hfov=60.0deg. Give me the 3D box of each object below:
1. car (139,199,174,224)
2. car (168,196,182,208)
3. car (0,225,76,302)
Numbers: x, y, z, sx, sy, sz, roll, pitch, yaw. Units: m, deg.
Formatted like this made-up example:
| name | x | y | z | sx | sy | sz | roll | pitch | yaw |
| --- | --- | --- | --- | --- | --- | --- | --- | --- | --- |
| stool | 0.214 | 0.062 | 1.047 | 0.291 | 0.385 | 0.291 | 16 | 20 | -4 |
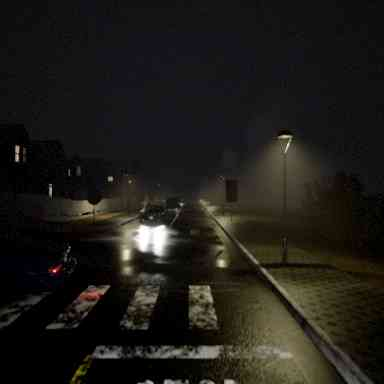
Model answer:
| name | x | y | z | sx | sy | sz | roll | pitch | yaw |
| --- | --- | --- | --- | --- | --- | --- | --- | --- | --- |
| car | -2.800 | 1.508 | 25.244 | 2.128 | 1.511 | 4.902 | 0 | 0 | 0 |
| car | -2.844 | 1.520 | 48.346 | 1.882 | 1.535 | 5.008 | 0 | 0 | 0 |
| car | -5.368 | 1.370 | 7.218 | 5.357 | 1.411 | 2.033 | 6 | 4 | -10 |
